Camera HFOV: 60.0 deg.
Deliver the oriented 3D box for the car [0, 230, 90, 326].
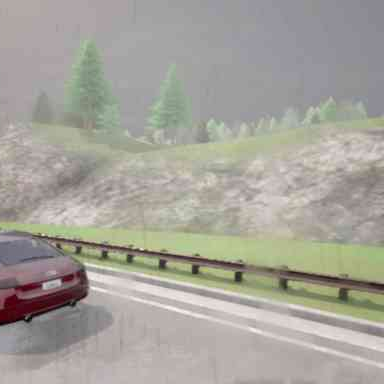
[{"bbox_3d":[-3.992,1.465,6.556,4.181,1.385,1.994,1,1,33],"label":"car"}]
